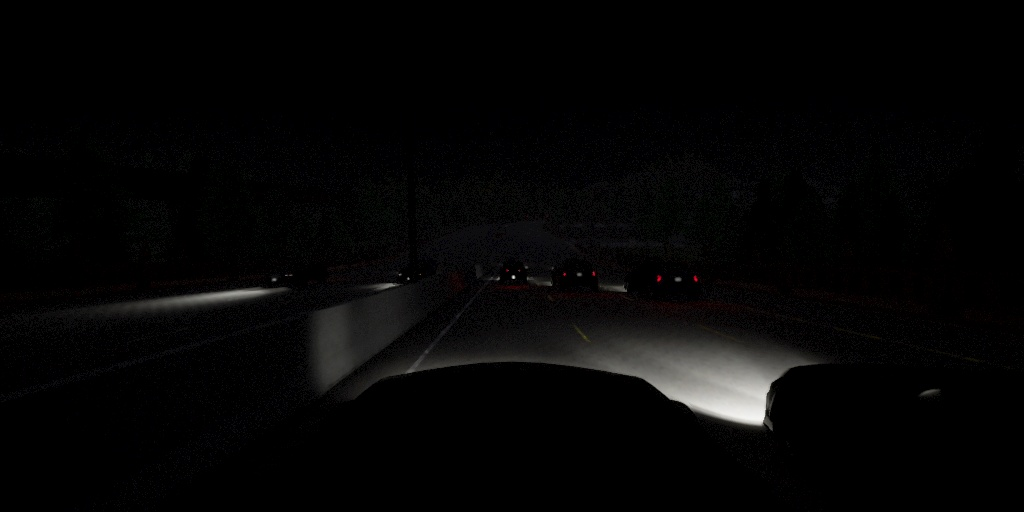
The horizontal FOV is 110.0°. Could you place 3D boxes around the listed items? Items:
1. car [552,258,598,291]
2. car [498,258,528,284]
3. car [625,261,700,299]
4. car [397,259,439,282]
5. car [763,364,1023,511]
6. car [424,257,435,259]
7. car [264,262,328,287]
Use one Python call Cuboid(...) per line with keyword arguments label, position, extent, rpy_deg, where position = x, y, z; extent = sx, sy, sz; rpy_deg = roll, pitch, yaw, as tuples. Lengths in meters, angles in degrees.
Cuboid(label="car", position=(3.600, 1.002, 21.255), extent=(2.097, 1.767, 4.553), rpy_deg=(0, 0, 0))
Cuboid(label="car", position=(0.100, 1.130, 25.748), extent=(1.837, 1.490, 4.892), rpy_deg=(0, 0, 0))
Cuboid(label="car", position=(7.100, 1.021, 17.440), extent=(2.097, 1.767, 4.553), rpy_deg=(0, 0, 0))
Cuboid(label="car", position=(-7.046, 1.167, 27.273), extent=(2.033, 1.411, 5.357), rpy_deg=(0, 0, 1))
Cuboid(label="car", position=(3.599, 1.312, 1.991), extent=(1.994, 1.385, 4.181), rpy_deg=(0, 0, 0))
Cuboid(label="car", position=(-10.518, 0.901, 44.749), extent=(2.033, 1.411, 5.357), rpy_deg=(0, 2, 0))
Cuboid(label="car", position=(-14.083, 1.129, 23.701), extent=(2.128, 1.511, 4.902), rpy_deg=(0, 0, 0))
